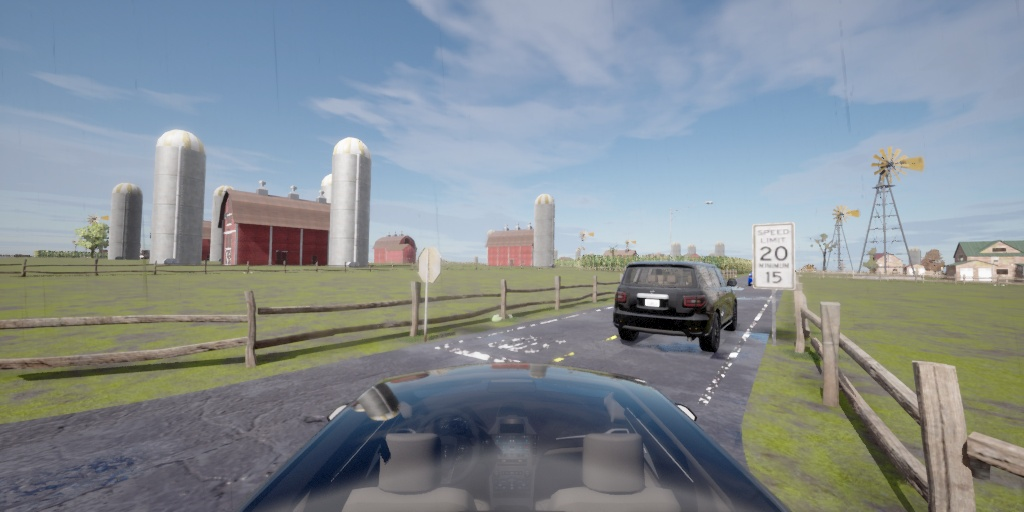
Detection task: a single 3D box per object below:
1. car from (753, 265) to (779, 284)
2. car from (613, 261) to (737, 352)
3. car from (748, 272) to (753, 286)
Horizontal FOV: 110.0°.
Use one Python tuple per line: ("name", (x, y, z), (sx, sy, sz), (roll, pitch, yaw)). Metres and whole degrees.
("car", (30.628, 2.165, 43.156), (2.150, 2.045, 5.566), (-1, -2, 38))
("car", (4.676, 1.171, 9.862), (2.150, 2.045, 5.566), (-1, -2, 38))
("car", (24.354, 2.177, 35.032), (1.882, 1.535, 5.008), (-1, -2, 38))
